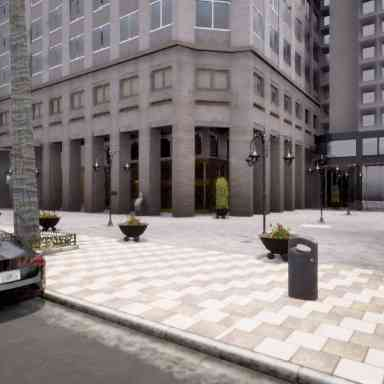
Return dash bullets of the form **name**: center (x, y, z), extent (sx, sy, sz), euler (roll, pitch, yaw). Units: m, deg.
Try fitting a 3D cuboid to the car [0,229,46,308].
- **car**: center (-5.085, 1.513, 7.118), extent (4.786, 1.482, 2.161), euler (0, 0, 35)
